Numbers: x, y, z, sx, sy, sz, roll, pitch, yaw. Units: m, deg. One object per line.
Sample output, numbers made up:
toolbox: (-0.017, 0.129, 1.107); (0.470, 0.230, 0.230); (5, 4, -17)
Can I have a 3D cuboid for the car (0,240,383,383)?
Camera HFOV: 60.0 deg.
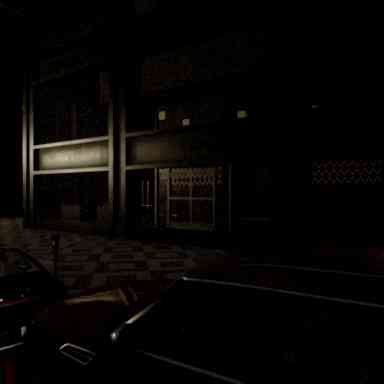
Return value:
car: (0.760, 1.315, 2.415); (5.009, 1.841, 2.192); (0, 0, 34)
